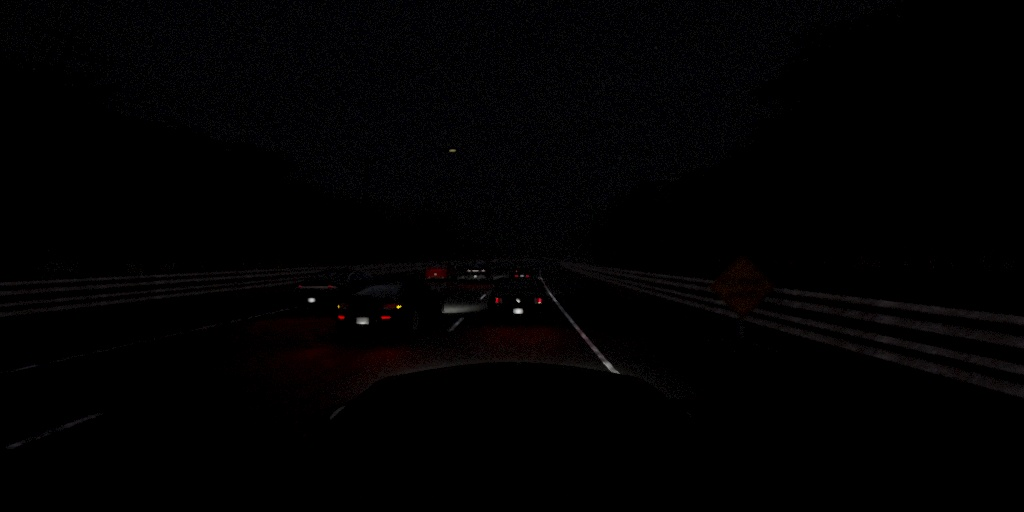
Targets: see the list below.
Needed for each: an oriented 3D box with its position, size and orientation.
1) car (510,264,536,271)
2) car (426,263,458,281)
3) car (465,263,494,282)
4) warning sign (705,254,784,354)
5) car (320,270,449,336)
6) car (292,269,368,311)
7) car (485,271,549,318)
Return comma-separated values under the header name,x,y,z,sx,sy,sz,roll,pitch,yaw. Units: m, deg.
name,x,y,z,sx,sy,sz,roll,pitch,yaw
car,0.876,1.359,29.646,1.837,1.490,4.892,0,0,3
car,-6.039,1.334,31.372,1.882,1.535,5.008,0,0,3
car,-2.628,1.344,29.631,2.128,1.511,4.902,0,0,3
warning sign,4.585,0.888,7.167,1.300,1.860,1.060,0,0,1
car,-3.317,1.306,10.425,1.812,1.442,4.674,0,0,2
car,-6.706,1.286,14.552,2.128,1.511,4.902,0,0,2
car,0.254,1.393,13.114,1.895,1.301,4.718,0,0,2
